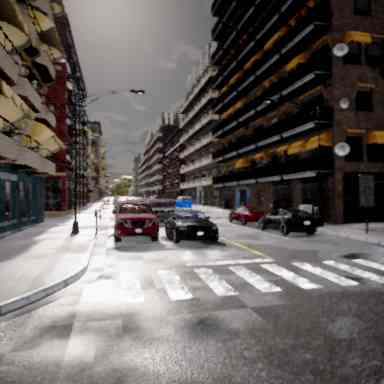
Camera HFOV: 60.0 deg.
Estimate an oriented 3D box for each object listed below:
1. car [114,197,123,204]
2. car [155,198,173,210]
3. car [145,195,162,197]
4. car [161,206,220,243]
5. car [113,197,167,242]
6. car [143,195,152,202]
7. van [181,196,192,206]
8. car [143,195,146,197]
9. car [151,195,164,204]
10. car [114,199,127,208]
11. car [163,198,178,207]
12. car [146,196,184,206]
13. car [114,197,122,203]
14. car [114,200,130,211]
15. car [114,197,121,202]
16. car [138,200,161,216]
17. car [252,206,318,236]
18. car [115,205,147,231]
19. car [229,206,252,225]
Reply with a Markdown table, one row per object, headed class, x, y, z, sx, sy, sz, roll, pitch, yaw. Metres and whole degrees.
| class | x | y | z | sx | sy | sz | roll | pitch | yaw |
| --- | --- | --- | --- | --- | --- | --- | --- | --- | --- |
| car | -16.967 | 1.918 | 76.406 | 1.887 | 1.381 | 4.507 | 1 | 0 | -13 |
| car | -3.982 | 1.668 | 46.372 | 1.882 | 1.535 | 5.008 | 0 | 0 | -13 |
| car | -6.388 | 1.736 | 56.331 | 2.128 | 1.511 | 4.902 | 0 | 0 | -13 |
| car | -0.092 | 1.601 | 16.201 | 1.994 | 1.385 | 4.181 | 0 | 0 | -13 |
| car | -2.871 | 1.364 | 16.770 | 2.192 | 1.841 | 5.009 | 1 | 0 | -13 |
| car | -12.644 | 1.761 | 94.562 | 2.192 | 1.841 | 5.009 | 1 | 0 | -13 |
| van | -1.114 | 1.519 | 45.767 | 1.690 | 1.788 | 3.998 | 1 | 0 | -13 |
| car | -11.404 | 1.942 | 89.303 | 1.752 | 1.417 | 4.829 | 1 | 0 | -13 |
| car | -7.519 | 1.641 | 72.875 | 2.192 | 1.841 | 5.009 | 1 | 0 | -13 |
| car | -11.842 | 1.820 | 54.719 | 1.947 | 1.339 | 4.313 | 1 | 0 | -13 |
| car | -3.677 | 1.782 | 56.608 | 1.887 | 1.381 | 4.507 | 1 | 0 | -13 |
| car | -2.281 | 1.439 | 25.480 | 2.097 | 1.767 | 4.553 | 0 | 0 | -13 |
| car | -18.249 | 1.985 | 81.827 | 1.802 | 1.307 | 4.206 | 1 | 0 | -13 |
| car | -9.280 | 1.761 | 43.876 | 1.947 | 1.339 | 4.313 | 1 | 0 | -13 |
| car | -19.530 | 2.015 | 87.249 | 1.802 | 1.307 | 4.206 | 1 | 0 | -13 |
| car | -4.640 | 1.619 | 35.504 | 1.882 | 1.535 | 5.008 | 0 | 0 | -13 |
| car | 5.291 | 1.598 | 18.656 | 1.947 | 1.339 | 4.313 | 1 | 0 | -13 |
| car | -4.155 | 1.623 | 22.190 | 1.887 | 1.381 | 4.507 | 1 | 0 | -13 |
| car | 4.010 | 1.643 | 24.078 | 1.802 | 1.307 | 4.206 | 1 | 0 | -13 |
